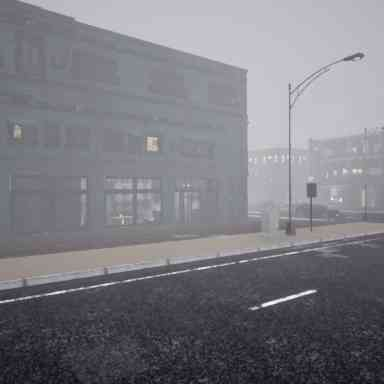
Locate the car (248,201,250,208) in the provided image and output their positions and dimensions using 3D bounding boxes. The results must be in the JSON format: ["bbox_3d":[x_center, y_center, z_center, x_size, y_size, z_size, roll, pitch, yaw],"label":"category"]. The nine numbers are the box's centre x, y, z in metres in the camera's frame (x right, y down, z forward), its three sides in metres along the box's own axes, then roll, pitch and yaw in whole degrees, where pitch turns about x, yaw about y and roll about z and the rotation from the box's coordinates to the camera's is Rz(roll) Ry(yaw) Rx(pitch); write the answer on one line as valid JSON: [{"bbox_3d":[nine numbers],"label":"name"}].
[{"bbox_3d":[7.986,1.963,53.763,1.802,1.307,4.206,-2,0,-36],"label":"car"}]

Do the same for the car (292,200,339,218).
[{"bbox_3d":[12.381,1.812,33.030,1.947,1.339,4.313,-2,0,-36],"label":"car"}]

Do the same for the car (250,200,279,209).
[{"bbox_3d":[11.209,1.901,49.264,1.802,1.307,4.206,-2,0,-36],"label":"car"}]

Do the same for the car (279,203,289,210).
[{"bbox_3d":[14.432,1.807,44.764,2.008,1.369,4.403,-2,0,-36],"label":"car"}]
